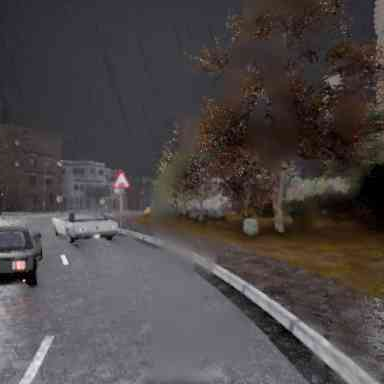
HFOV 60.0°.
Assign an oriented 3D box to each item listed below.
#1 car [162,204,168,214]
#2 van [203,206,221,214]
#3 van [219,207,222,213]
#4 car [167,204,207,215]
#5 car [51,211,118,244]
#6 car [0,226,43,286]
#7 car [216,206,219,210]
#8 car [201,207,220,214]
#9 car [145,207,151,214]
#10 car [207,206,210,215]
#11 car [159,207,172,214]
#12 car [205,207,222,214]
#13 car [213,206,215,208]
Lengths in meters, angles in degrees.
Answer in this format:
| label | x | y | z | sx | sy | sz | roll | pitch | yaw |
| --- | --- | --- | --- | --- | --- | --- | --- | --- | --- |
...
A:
| label | x | y | z | sx | sy | sz | roll | pitch | yaw |
| --- | --- | --- | --- | --- | --- | --- | --- | --- | --- |
| car | -4.127 | 3.289 | 62.556 | 2.150 | 2.045 | 5.566 | 0 | -4 | 9 |
| van | 5.303 | 4.741 | 87.286 | 4.442 | 1.987 | 1.878 | 0 | -3 | 9 |
| van | 4.234 | 4.319 | 79.093 | 4.442 | 1.987 | 1.878 | 0 | -3 | 9 |
| car | -0.648 | 2.722 | 49.231 | 4.892 | 1.521 | 2.231 | 0 | -4 | 9 |
| car | -5.139 | 1.507 | 15.442 | 1.895 | 1.301 | 4.718 | -1 | 1 | -34 |
| car | -5.019 | 1.560 | 8.813 | 1.895 | 1.301 | 4.718 | 0 | 0 | -22 |
| car | 2.822 | 4.128 | 70.949 | 4.674 | 1.452 | 2.002 | 0 | -3 | 9 |
| car | 4.541 | 4.572 | 81.956 | 4.553 | 1.767 | 2.185 | 0 | -3 | 9 |
| car | -7.408 | 3.527 | 62.612 | 1.882 | 1.535 | 5.008 | 0 | -4 | 9 |
| car | -0.214 | 2.902 | 51.946 | 5.008 | 1.535 | 2.097 | 0 | -4 | 9 |
| car | -5.766 | 4.043 | 72.923 | 1.882 | 1.535 | 5.008 | 0 | -3 | 9 |
| car | 5.880 | 4.969 | 89.973 | 4.553 | 1.767 | 2.185 | 0 | -3 | 9 |
| car | 0.906 | 3.429 | 60.119 | 5.366 | 1.575 | 1.946 | 0 | -4 | 9 |
